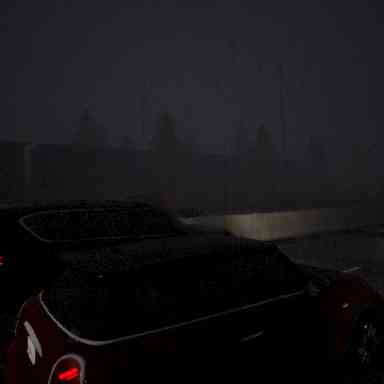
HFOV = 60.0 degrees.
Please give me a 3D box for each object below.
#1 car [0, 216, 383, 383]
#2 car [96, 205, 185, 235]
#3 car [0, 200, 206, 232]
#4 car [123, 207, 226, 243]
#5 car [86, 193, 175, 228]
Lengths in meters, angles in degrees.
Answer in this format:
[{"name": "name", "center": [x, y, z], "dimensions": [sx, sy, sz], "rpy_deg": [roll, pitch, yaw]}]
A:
[{"name": "car", "center": [0.385, 1.321, 4.023], "dimensions": [4.553, 1.767, 2.097], "rpy_deg": [-1, 1, -36]}, {"name": "car", "center": [-2.880, 1.494, 19.137], "dimensions": [4.718, 1.301, 1.895], "rpy_deg": [-1, 1, -36]}, {"name": "car", "center": [-1.489, 1.188, 6.984], "dimensions": [5.566, 2.045, 2.150], "rpy_deg": [-1, 1, -36]}, {"name": "car", "center": [-0.767, 1.493, 16.345], "dimensions": [4.718, 1.301, 1.895], "rpy_deg": [-1, 1, -36]}, {"name": "car", "center": [-4.074, 1.102, 22.585], "dimensions": [5.566, 2.045, 2.150], "rpy_deg": [-1, 1, -36]}]
